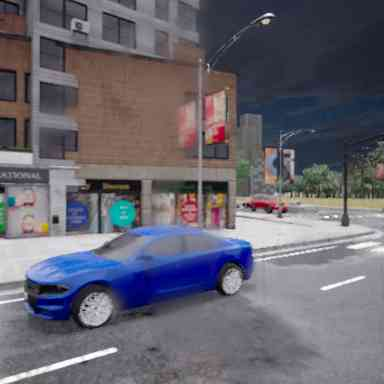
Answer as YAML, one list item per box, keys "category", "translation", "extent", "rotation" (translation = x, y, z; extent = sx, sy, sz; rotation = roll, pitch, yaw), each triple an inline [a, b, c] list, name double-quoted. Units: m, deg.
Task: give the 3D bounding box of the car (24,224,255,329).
- category: "car"
  translation: [-0.828, 1.508, 7.166]
  extent: [5.008, 1.535, 1.882]
  rotation: [1, 0, -37]

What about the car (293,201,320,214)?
- category: "car"
  translation: [12.520, 1.776, 38.585]
  extent: [1.895, 1.301, 4.718]
  rotation: [0, 0, -23]

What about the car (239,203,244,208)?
- category: "car"
  translation: [9.050, 1.776, 47.064]
  extent: [1.895, 1.301, 4.718]
  rotation: [0, 0, -22]

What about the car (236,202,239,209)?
- category: "car"
  translation: [5.147, 1.653, 48.034]
  extent: [2.128, 1.511, 4.902]
  rotation: [0, 0, -22]

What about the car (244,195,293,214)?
- category: "car"
  translation: [8.831, 1.383, 38.982]
  extent: [2.150, 2.045, 5.566]
  rotation: [0, 0, -22]
